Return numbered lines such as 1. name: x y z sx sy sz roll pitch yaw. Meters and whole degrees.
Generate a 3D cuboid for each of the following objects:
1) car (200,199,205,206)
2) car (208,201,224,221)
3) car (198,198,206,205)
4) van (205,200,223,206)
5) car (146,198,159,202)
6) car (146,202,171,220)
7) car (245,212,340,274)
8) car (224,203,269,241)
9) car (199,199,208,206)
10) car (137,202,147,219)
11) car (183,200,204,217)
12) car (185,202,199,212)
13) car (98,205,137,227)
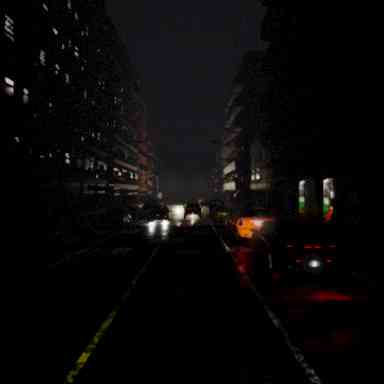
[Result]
1. car: 2.696 2.278 64.748 2.008 1.369 4.403 -1 -1 0
2. car: 2.687 1.863 30.813 1.752 1.417 4.829 -1 -1 0
3. car: 2.699 2.437 87.488 1.967 1.590 4.097 -1 -1 0
4. van: 2.685 1.741 36.330 1.690 1.788 3.998 -1 -1 0
5. car: -5.693 1.846 47.705 2.192 1.841 5.009 -1 -1 0
6. car: -3.089 1.915 31.961 1.994 1.385 4.181 0 -1 0
7. car: 3.148 1.623 10.973 1.837 1.490 4.892 0 -1 0
8. car: 3.117 1.548 17.944 2.097 1.767 4.553 0 -1 0
9. car: 2.698 2.406 76.118 1.887 1.381 4.507 -1 -1 0
10. car: -5.693 1.903 30.648 1.947 1.339 4.313 -1 -1 0
11. car: 0.080 1.901 35.820 1.837 1.490 4.892 0 0 0
12. car: 0.045 2.090 47.395 1.994 1.385 4.181 0 -1 1
13. car: -5.694 1.840 24.964 1.947 1.339 4.313 -1 -1 0
